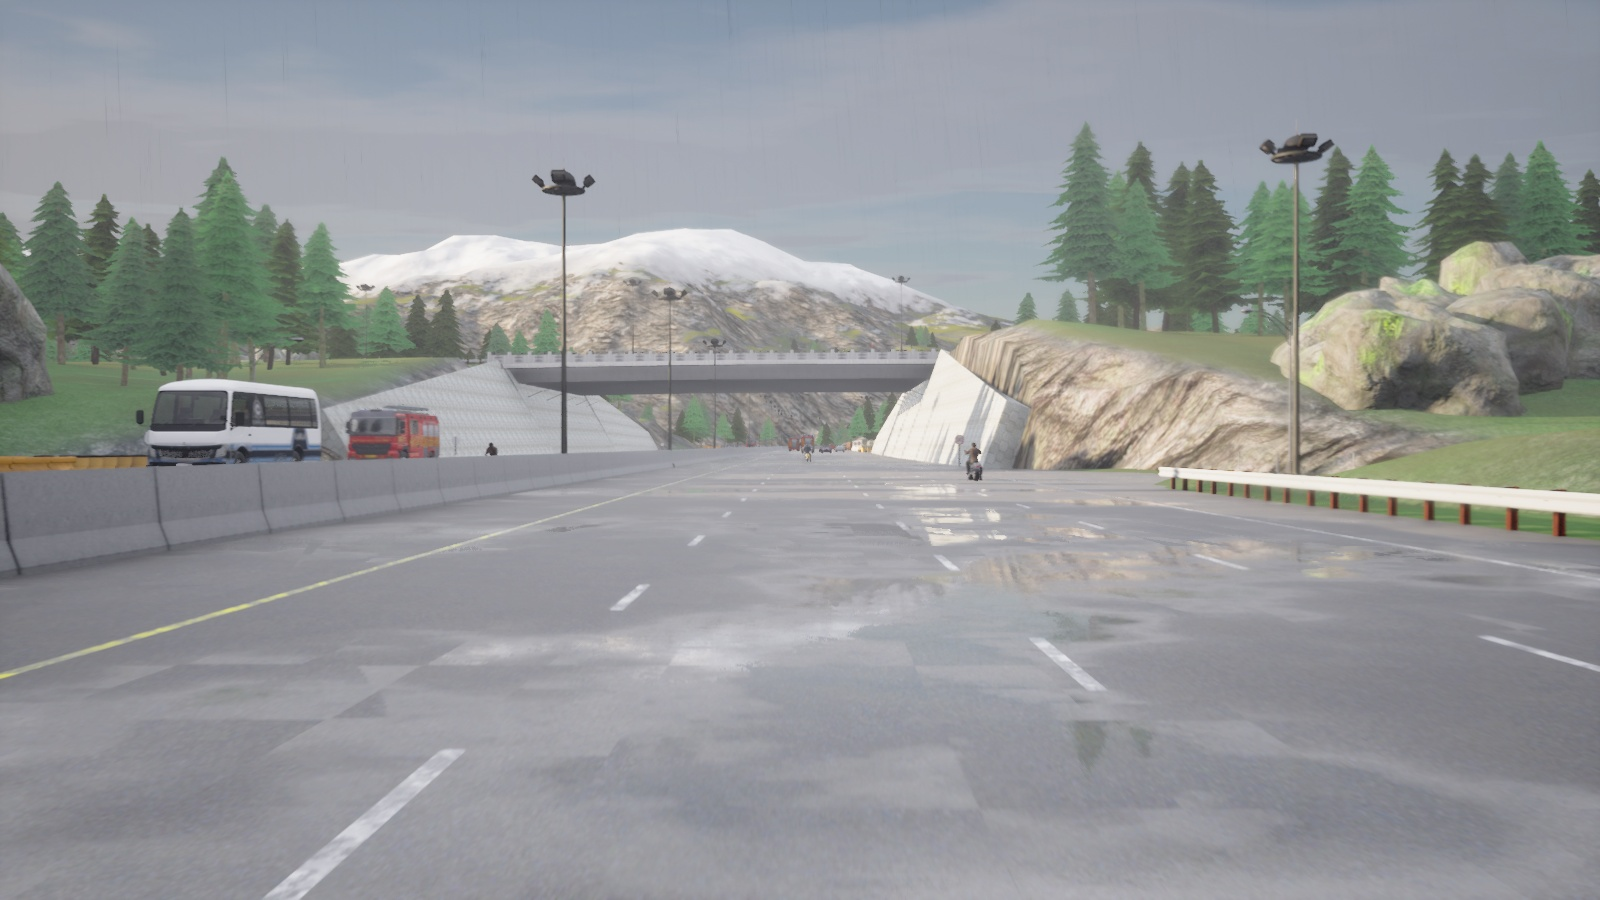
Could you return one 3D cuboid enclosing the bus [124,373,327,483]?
[{"bbox_3d":[-24.176,-0.854,53.761,3.944,4.253,10.273,0,0,0],"label":"bus"}]

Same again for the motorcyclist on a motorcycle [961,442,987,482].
[{"bbox_3d":[7.318,0.503,52.859,0.766,1.649,2.350,0,0,0],"label":"motorcyclist on a motorcycle"}]

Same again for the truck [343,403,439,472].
[{"bbox_3d":[-24.058,-0.721,74.410,2.891,3.827,8.468,0,0,0],"label":"truck"}]
